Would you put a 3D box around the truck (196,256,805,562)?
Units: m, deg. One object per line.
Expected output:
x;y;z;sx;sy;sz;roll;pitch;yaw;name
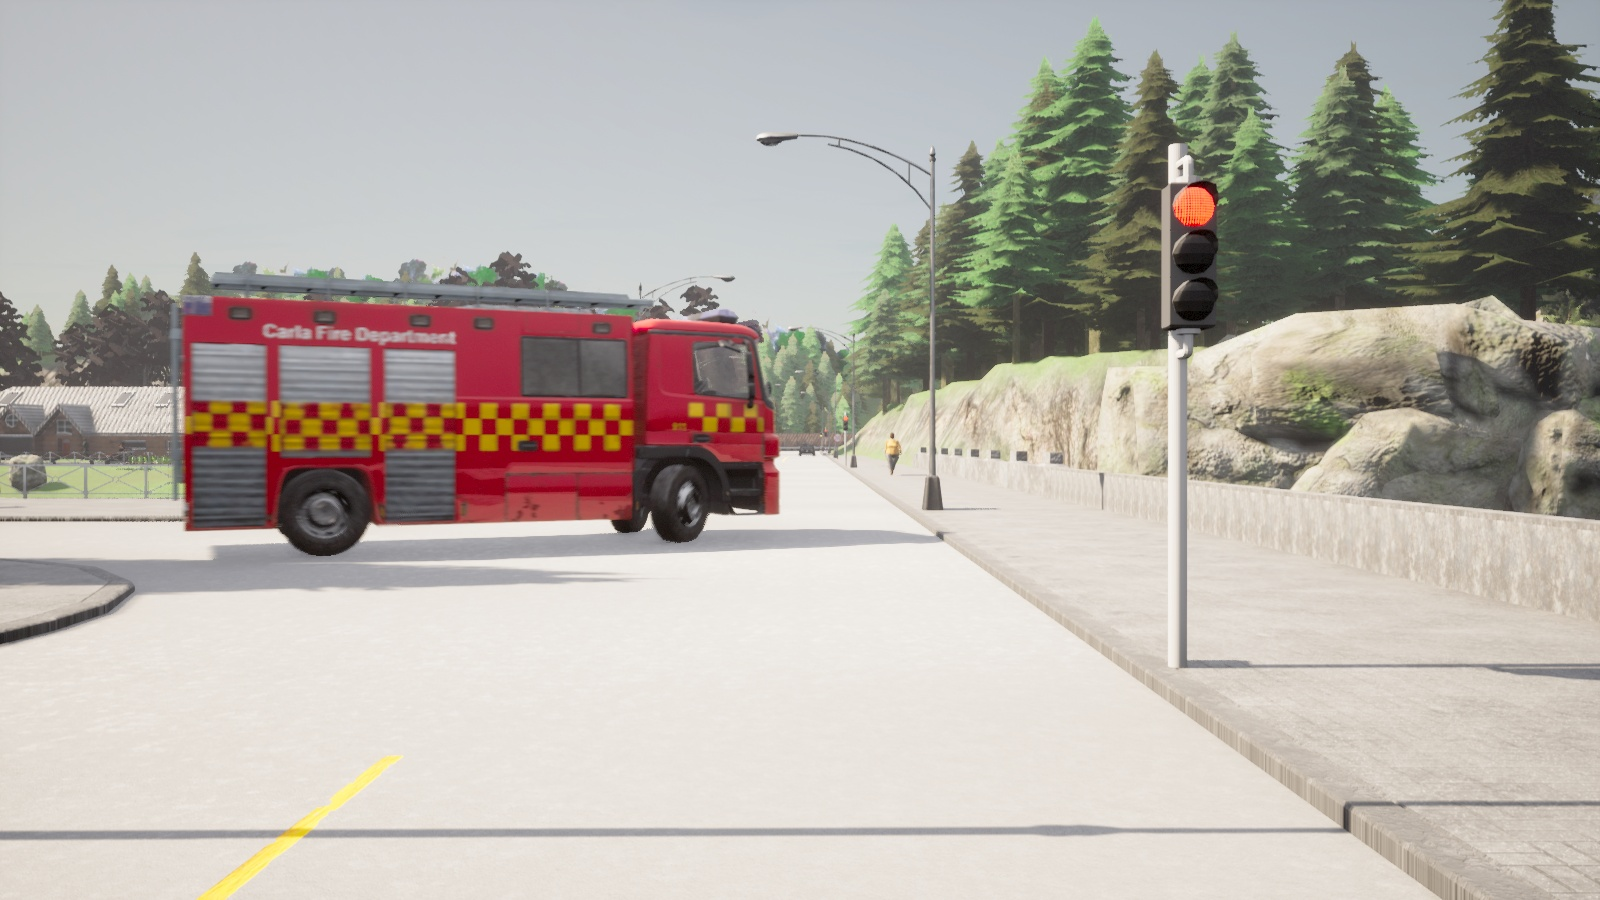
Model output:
-4.356;-0.532;18.897;8.468;3.827;2.891;0;1;-27;truck

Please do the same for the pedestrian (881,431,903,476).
3.842;0.155;52.464;0.874;1.855;0.900;0;0;0;pedestrian

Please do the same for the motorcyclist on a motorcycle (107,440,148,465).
-44.775;0.176;83.602;2.350;1.649;0.766;0;0;0;motorcyclist on a motorcycle
